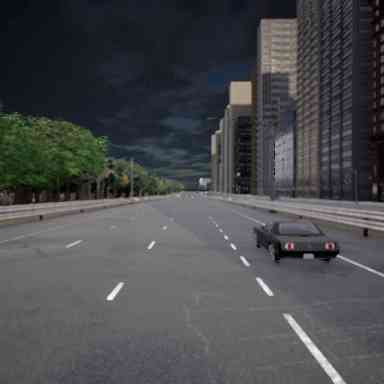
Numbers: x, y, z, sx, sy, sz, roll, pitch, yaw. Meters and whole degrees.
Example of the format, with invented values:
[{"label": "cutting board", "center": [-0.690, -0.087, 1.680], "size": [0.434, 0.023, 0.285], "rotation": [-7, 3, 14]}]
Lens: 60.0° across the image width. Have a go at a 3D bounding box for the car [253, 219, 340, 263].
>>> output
[{"label": "car", "center": [3.500, 1.653, 12.183], "size": [1.895, 1.301, 4.718], "rotation": [0, 0, 0]}]
